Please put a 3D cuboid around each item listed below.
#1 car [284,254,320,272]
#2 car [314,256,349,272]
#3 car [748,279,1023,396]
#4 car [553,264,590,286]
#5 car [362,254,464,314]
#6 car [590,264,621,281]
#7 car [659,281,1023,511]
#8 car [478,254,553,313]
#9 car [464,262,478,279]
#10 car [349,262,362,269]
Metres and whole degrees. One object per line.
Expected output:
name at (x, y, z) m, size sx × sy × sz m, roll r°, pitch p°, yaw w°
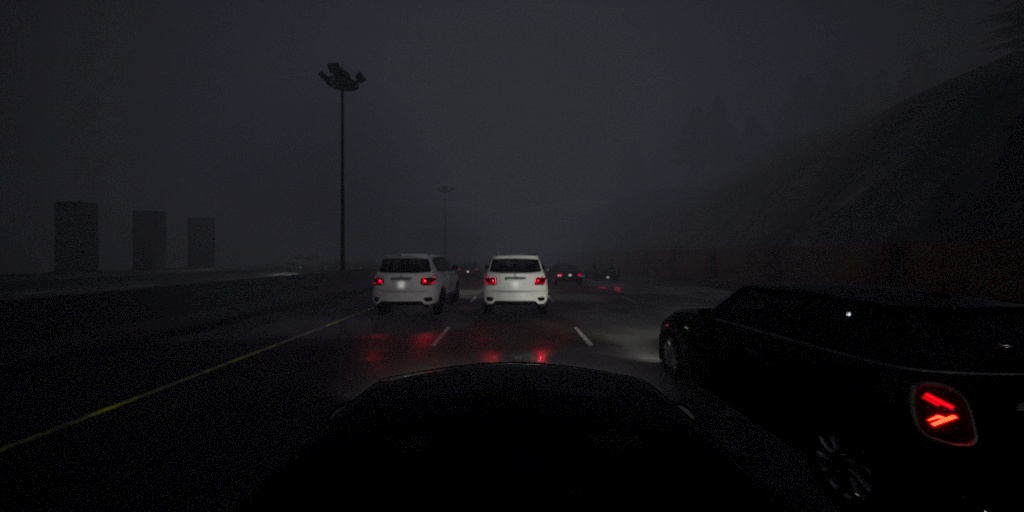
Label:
car at (-25.038, 0.829, 43.331) m, size 2.150 × 2.045 × 5.566 m, roll 0°, pitch 1°, yaw -1°
car at (-21.549, 1.100, 43.885) m, size 2.128 × 1.511 × 4.902 m, roll 0°, pitch 0°, yaw -1°
car at (7.100, 1.298, 7.188) m, size 1.994 × 1.385 × 4.181 m, roll 0°, pitch 0°, yaw 0°
car at (3.543, 1.224, 24.617) m, size 2.033 × 1.411 × 5.357 m, roll 0°, pitch 0°, yaw -1°
car at (-3.391, 0.932, 13.675) m, size 2.150 × 2.045 × 5.566 m, roll 0°, pitch 0°, yaw 0°
car at (6.977, 1.266, 28.465) m, size 1.895 × 1.301 × 4.718 m, roll 0°, pitch 0°, yaw -1°
car at (3.597, 1.093, 4.404) m, size 2.097 × 1.767 × 4.553 m, roll 0°, pitch 0°, yaw 0°
car at (0.109, 0.933, 13.801) m, size 2.150 × 2.045 × 5.566 m, roll 0°, pitch 0°, yaw 0°
car at (-3.572, 1.220, 30.661) m, size 1.994 × 1.385 × 4.181 m, roll 0°, pitch 0°, yaw -1°
car at (-18.064, 1.172, 44.666) m, size 1.994 × 1.385 × 4.181 m, roll 0°, pitch 0°, yaw -1°
